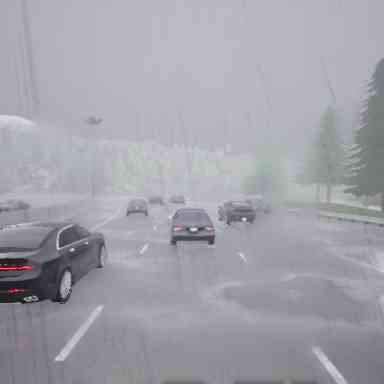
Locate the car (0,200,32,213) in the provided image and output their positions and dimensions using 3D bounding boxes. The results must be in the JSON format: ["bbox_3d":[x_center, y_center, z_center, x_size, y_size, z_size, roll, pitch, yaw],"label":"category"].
[{"bbox_3d":[-15.804,1.371,29.462,1.994,1.385,4.181,0,0,-9],"label":"car"}]

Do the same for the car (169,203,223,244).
[{"bbox_3d":[-0.062,1.448,15.092,2.033,1.411,5.357,0,0,-3],"label":"car"}]

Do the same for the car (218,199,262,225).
[{"bbox_3d":[2.963,1.359,22.547,1.837,1.490,4.892,1,1,-5],"label":"car"}]

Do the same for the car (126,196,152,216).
[{"bbox_3d":[-4.952,1.351,30.066,2.033,1.411,5.357,0,0,-9],"label":"car"}]

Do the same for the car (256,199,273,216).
[{"bbox_3d":[5.622,1.351,30.144,2.033,1.411,5.357,0,0,-8],"label":"car"}]

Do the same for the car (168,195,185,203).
[{"bbox_3d":[-2.398,1.156,51.396,2.128,1.511,4.902,0,0,-16],"label":"car"}]

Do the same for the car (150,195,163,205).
[{"bbox_3d":[-5.634,1.179,50.065,1.837,1.490,4.892,1,0,-16],"label":"car"}]

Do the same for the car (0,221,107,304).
[{"bbox_3d":[-3.429,1.453,7.999,1.837,1.490,4.892,0,1,-1],"label":"car"}]
